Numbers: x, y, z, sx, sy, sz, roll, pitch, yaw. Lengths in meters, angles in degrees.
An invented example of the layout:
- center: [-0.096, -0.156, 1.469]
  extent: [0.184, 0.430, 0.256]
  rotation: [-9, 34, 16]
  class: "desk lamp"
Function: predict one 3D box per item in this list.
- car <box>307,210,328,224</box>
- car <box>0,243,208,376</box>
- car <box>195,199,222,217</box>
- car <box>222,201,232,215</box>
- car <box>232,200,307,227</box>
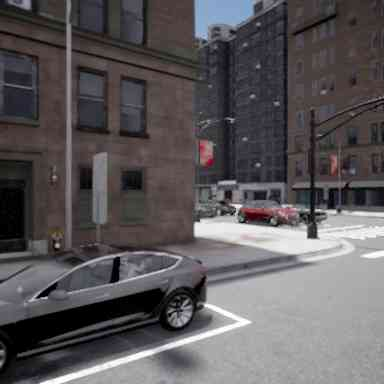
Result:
- center: [7.910, 1.661, 25.564]
  extent: [1.895, 1.301, 4.718]
  rotation: [0, 0, -36]
  class: "car"
- center: [-1.703, 1.571, 5.319]
  extent: [4.313, 1.339, 1.947]
  rotation: [0, 0, -35]
  class: "car"
- center: [0.238, 1.382, 30.560]
  extent: [2.097, 1.767, 4.553]
  rotation: [0, 0, -36]
  class: "car"
- center: [2.417, 1.536, 33.084]
  extent: [1.837, 1.490, 4.892]
  rotation: [0, 0, -36]
  class: "car"
- center: [5.363, 1.409, 23.542]
  extent: [2.097, 1.767, 4.553]
  rotation: [0, 0, -36]
  class: "car"
